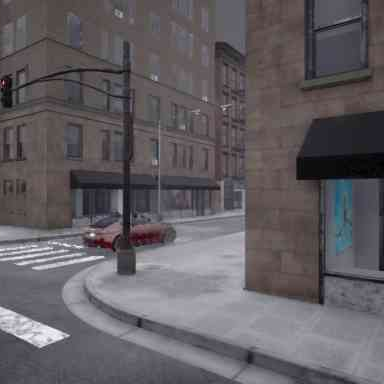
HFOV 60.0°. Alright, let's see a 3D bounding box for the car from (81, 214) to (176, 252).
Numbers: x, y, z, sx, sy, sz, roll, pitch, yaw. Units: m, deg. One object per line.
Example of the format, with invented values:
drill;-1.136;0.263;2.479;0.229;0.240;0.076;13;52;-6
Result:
car;-2.591;1.637;14.373;1.994;1.385;4.181;0;0;39
